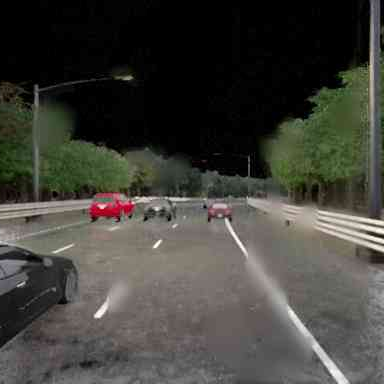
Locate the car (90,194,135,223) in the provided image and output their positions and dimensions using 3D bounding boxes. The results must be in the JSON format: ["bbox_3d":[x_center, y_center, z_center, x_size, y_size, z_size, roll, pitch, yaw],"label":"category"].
[{"bbox_3d":[-5.999,1.168,25.520,2.150,2.045,5.566,0,0,4],"label":"car"}]

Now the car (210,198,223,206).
[{"bbox_3d":[4.394,1.703,58.544,1.994,1.385,4.181,0,-1,9],"label":"car"}]

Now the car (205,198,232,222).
[{"bbox_3d":[2.120,1.469,25.633,1.812,1.442,4.674,0,0,4],"label":"car"}]

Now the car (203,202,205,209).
[{"bbox_3d":[2.661,1.546,45.516,1.994,1.385,4.181,0,-1,8],"label":"car"}]

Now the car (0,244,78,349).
[{"bbox_3d":[-3.320,1.510,5.073,1.812,1.442,4.674,0,0,1],"label":"car"}]

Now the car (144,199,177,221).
[{"bbox_3d":[-2.412,1.296,26.458,2.097,1.767,4.553,0,0,4],"label":"car"}]
